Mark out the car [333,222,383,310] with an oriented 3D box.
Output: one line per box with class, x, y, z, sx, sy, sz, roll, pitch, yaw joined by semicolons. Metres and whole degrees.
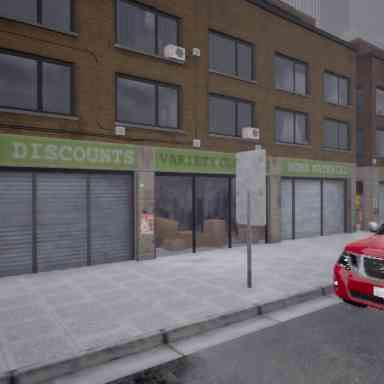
car;5.236;1.221;6.787;5.566;2.045;2.150;0;0;-35
